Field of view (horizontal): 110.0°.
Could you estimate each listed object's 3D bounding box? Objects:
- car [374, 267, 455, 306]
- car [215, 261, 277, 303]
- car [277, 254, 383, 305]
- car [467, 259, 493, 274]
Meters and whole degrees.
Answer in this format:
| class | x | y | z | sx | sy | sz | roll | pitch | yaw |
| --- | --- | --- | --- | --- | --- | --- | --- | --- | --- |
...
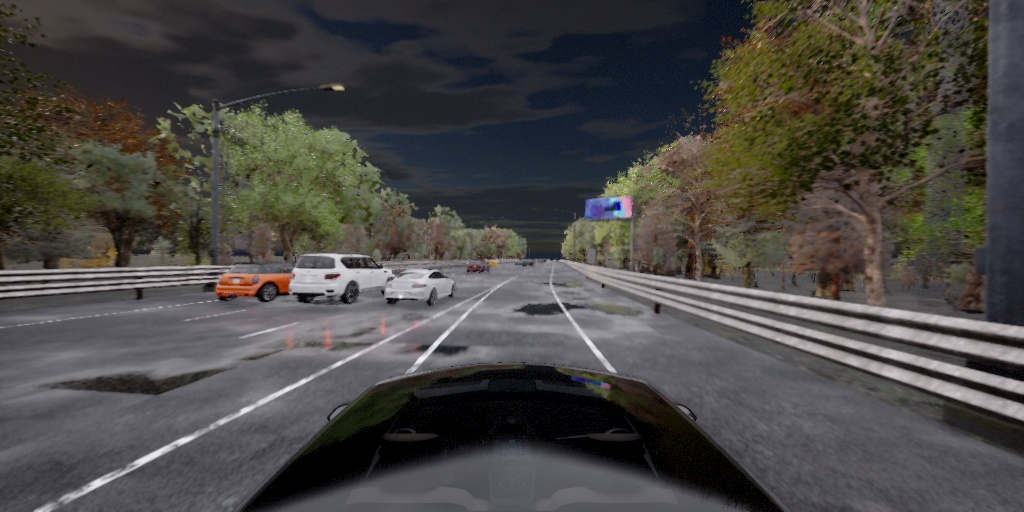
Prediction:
| class | x | y | z | sx | sy | sz | roll | pitch | yaw |
| --- | --- | --- | --- | --- | --- | --- | --- | --- | --- |
| car | -3.848 | 1.271 | 15.570 | 1.812 | 1.442 | 4.674 | 0 | 0 | 7 |
| car | -10.785 | 1.033 | 16.463 | 2.097 | 1.767 | 4.553 | 1 | 0 | 7 |
| car | -7.304 | 0.935 | 16.090 | 2.150 | 2.045 | 5.566 | 1 | 0 | 7 |
| car | -4.011 | 1.195 | 43.477 | 2.097 | 1.767 | 4.553 | 1 | 0 | 7 |
